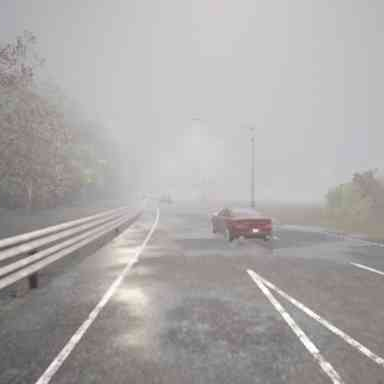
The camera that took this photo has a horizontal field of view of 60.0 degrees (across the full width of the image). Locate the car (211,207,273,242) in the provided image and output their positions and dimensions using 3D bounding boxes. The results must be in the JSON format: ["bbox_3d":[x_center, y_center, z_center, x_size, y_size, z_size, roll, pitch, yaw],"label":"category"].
[{"bbox_3d":[2.255,1.462,16.333,1.882,1.535,5.008,0,0,-10],"label":"car"}]

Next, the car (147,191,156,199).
[{"bbox_3d":[-10.439,1.231,91.605,2.128,1.511,4.902,0,0,-10],"label":"car"}]

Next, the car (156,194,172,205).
[{"bbox_3d":[-4.619,1.203,57.107,2.097,1.767,4.553,0,0,-10],"label":"car"}]
